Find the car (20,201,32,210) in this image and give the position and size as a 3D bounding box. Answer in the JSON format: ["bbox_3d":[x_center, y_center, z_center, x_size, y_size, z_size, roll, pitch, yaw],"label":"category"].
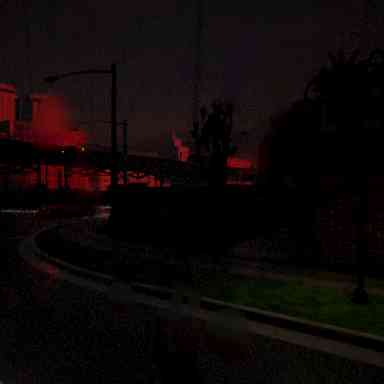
[{"bbox_3d":[-18.471,1.403,40.645,1.812,1.442,4.674,0,1,37],"label":"car"}]

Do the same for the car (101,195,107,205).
[{"bbox_3d":[-12.956,1.259,47.952,2.128,1.511,4.902,0,1,37],"label":"car"}]

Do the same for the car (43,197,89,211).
[{"bbox_3d":[-14.903,1.363,39.560,1.837,1.490,4.892,0,1,37],"label":"car"}]

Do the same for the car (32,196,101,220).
[{"bbox_3d":[-10.359,1.279,27.816,2.097,1.767,4.553,0,0,37],"label":"car"}]

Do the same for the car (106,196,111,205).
[{"bbox_3d":[-9.036,1.291,47.337,2.033,1.411,5.357,0,1,37],"label":"car"}]
